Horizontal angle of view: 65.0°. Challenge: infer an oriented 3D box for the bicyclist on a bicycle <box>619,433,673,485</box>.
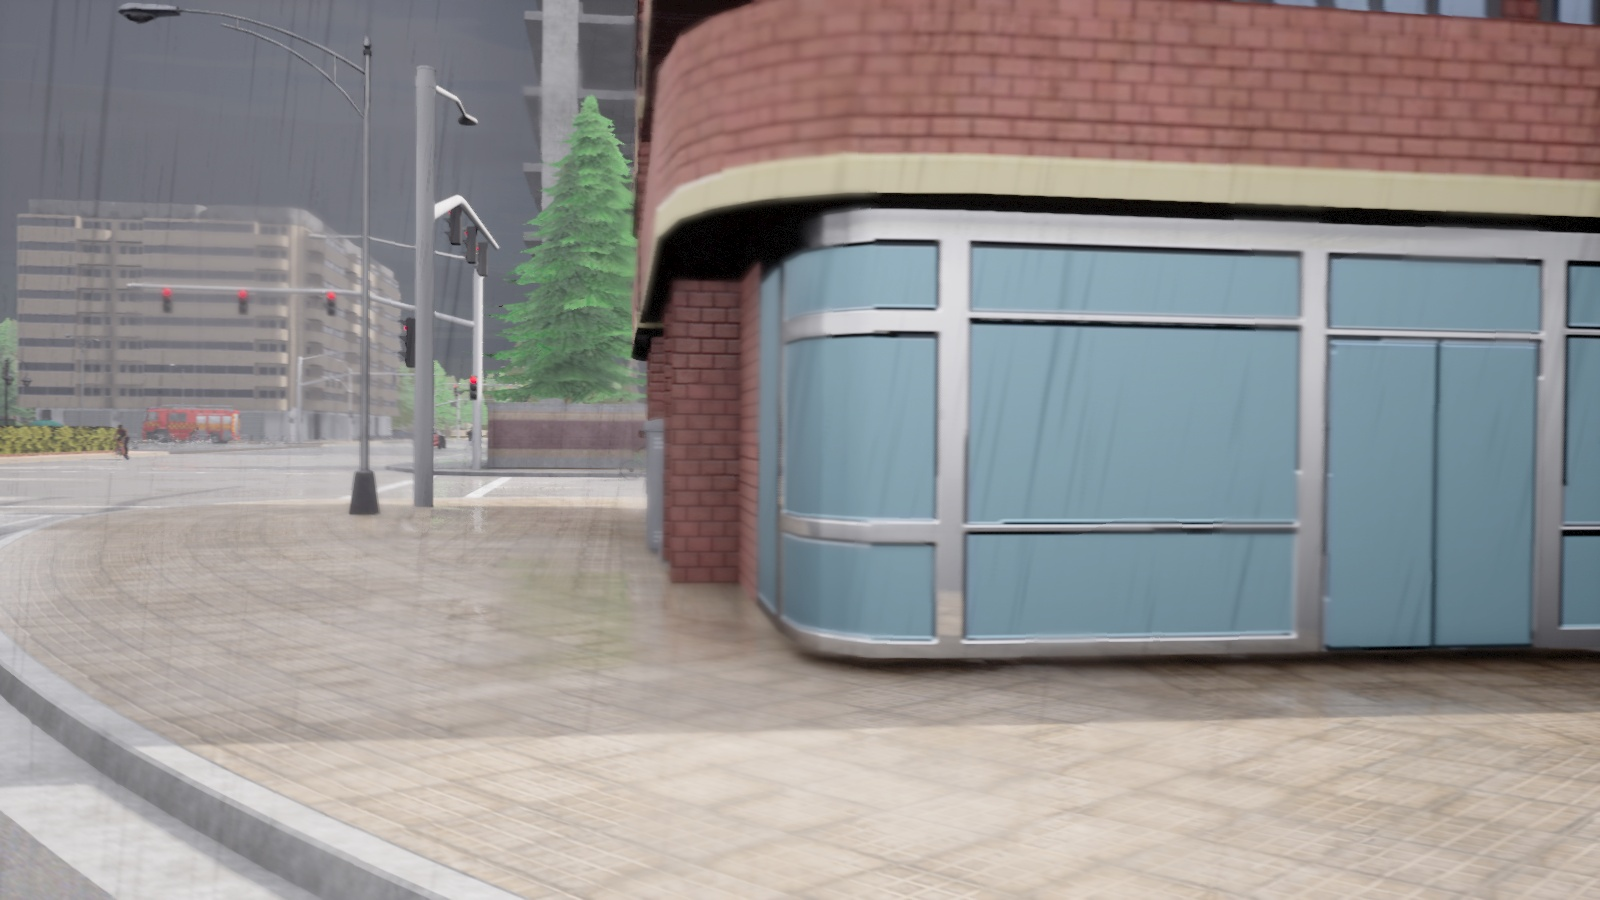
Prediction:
[{"bbox_3d":[-4.894,0.275,39.862,1.656,1.620,0.582,-1,1,-8],"label":"bicyclist on a bicycle"}]
